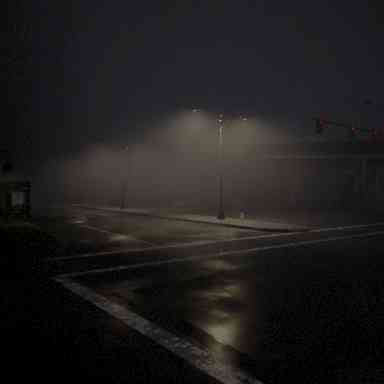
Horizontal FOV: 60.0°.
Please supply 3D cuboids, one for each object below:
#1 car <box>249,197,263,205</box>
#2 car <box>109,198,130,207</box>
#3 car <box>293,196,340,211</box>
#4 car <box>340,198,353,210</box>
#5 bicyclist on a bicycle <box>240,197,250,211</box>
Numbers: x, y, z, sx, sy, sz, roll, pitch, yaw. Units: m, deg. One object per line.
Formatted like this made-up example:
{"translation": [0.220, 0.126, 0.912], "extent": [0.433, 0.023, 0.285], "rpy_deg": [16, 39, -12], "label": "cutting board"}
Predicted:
{"translation": [12.005, 1.564, 61.129], "extent": [1.994, 1.385, 4.181], "rpy_deg": [0, 0, 29], "label": "car"}
{"translation": [-11.145, 1.564, 50.702], "extent": [1.994, 1.385, 4.181], "rpy_deg": [0, 0, -35], "label": "car"}
{"translation": [13.850, 1.295, 38.107], "extent": [2.242, 1.667, 4.611], "rpy_deg": [0, 0, -35], "label": "car"}
{"translation": [18.112, 1.456, 42.034], "extent": [1.970, 1.475, 3.806], "rpy_deg": [0, 0, -35], "label": "car"}
{"translation": [6.271, 1.430, 39.743], "extent": [1.656, 1.620, 0.582], "rpy_deg": [-6, -7, -37], "label": "bicyclist on a bicycle"}
